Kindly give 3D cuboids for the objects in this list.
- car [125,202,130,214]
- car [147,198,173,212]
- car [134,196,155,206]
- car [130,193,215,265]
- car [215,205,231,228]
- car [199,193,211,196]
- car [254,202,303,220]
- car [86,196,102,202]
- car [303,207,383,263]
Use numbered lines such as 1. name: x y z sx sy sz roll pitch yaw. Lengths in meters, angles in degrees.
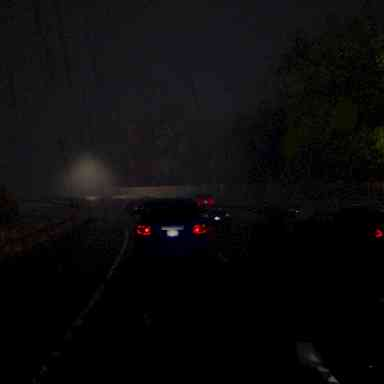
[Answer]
1. car: -5.195 1.483 31.784 2.033 1.411 5.357 0 0 -18
2. car: -3.740 1.481 37.980 1.994 1.385 4.181 0 0 -21
3. car: -7.911 1.446 54.930 1.994 1.385 4.181 0 0 -30
4. car: -0.846 1.198 11.767 2.150 2.045 5.566 0 0 -7
5. car: 1.065 1.511 21.513 1.994 1.385 4.181 0 0 -12
6. car: 0.565 1.134 36.524 2.150 2.045 5.566 0 0 -19
7. car: 7.002 1.483 27.215 1.994 1.385 4.181 0 0 -33
8. car: -22.076 1.462 74.787 1.895 1.301 4.718 0 0 -42
9. car: 6.132 1.311 12.022 2.097 1.767 4.553 0 0 -6
